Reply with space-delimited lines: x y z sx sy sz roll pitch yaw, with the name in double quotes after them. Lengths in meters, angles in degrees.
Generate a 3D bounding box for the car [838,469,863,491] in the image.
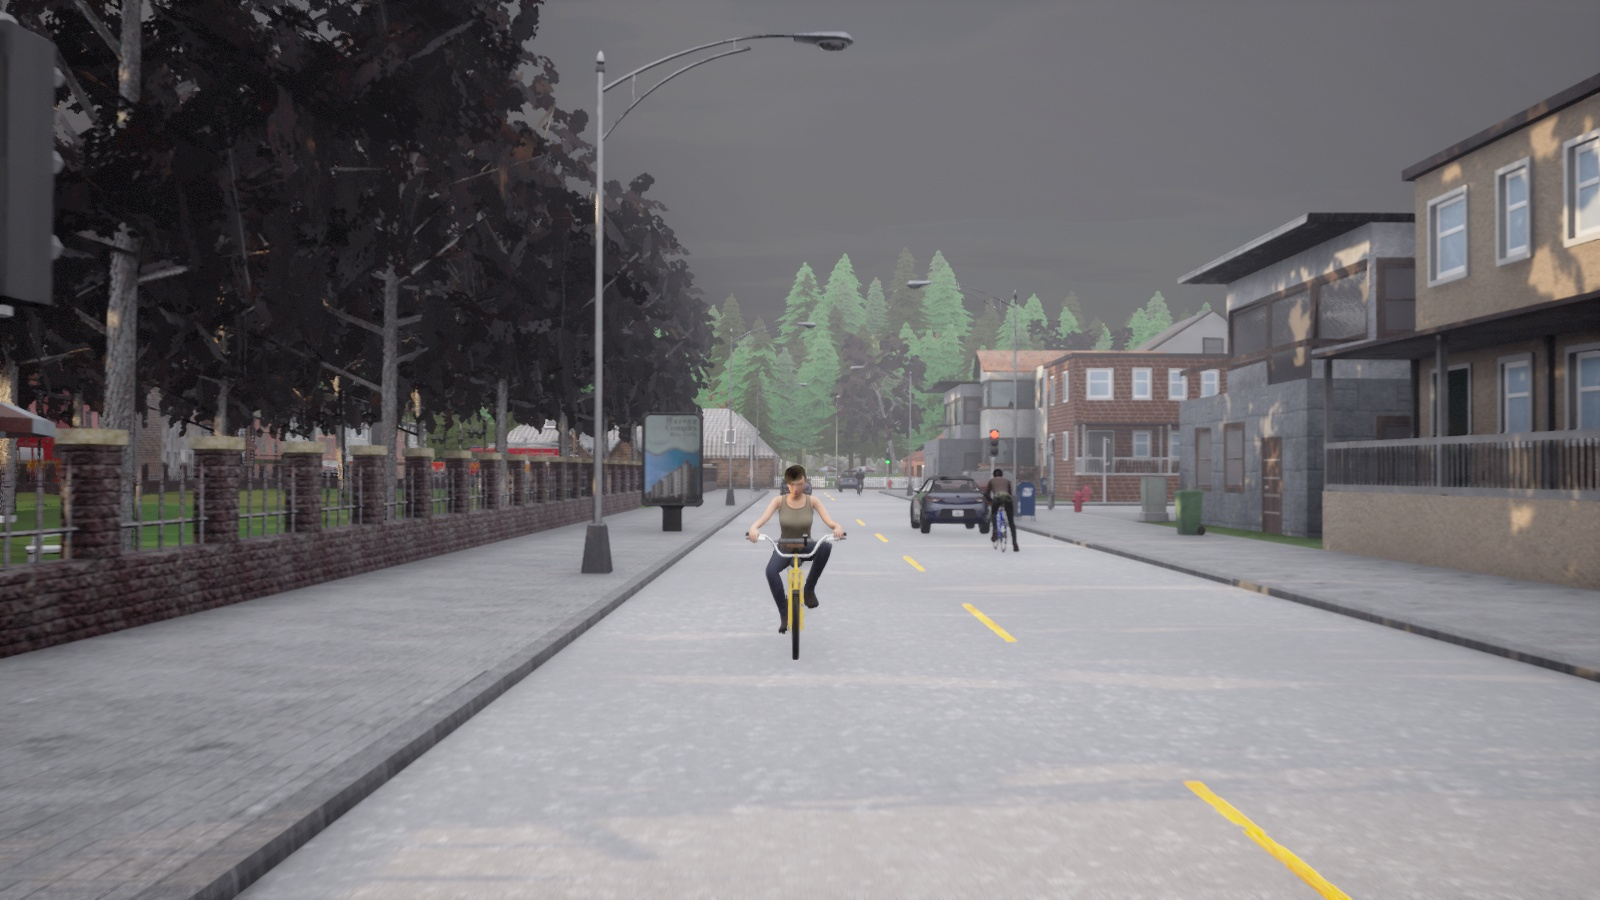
3.838 2.294 95.508 1.851 1.617 3.988 0 -1 2 "car"

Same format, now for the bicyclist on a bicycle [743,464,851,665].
-0.029 0.933 10.862 0.866 1.612 1.509 0 -1 0 "bicyclist on a bicycle"

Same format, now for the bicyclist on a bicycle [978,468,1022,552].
3.943 1.168 24.872 0.582 1.620 1.656 0 -1 0 "bicyclist on a bicycle"

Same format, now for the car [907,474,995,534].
3.921 1.367 33.187 1.816 1.474 4.193 0 -1 0 "car"

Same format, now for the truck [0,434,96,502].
-45.471 1.073 74.247 2.891 3.827 8.468 0 -1 0 "truck"

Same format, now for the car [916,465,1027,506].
7.644 1.582 56.179 4.553 1.767 2.097 0 -1 -5 "car"

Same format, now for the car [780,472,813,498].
-0.239 2.072 74.343 1.816 1.474 4.193 0 -1 -3 "car"
